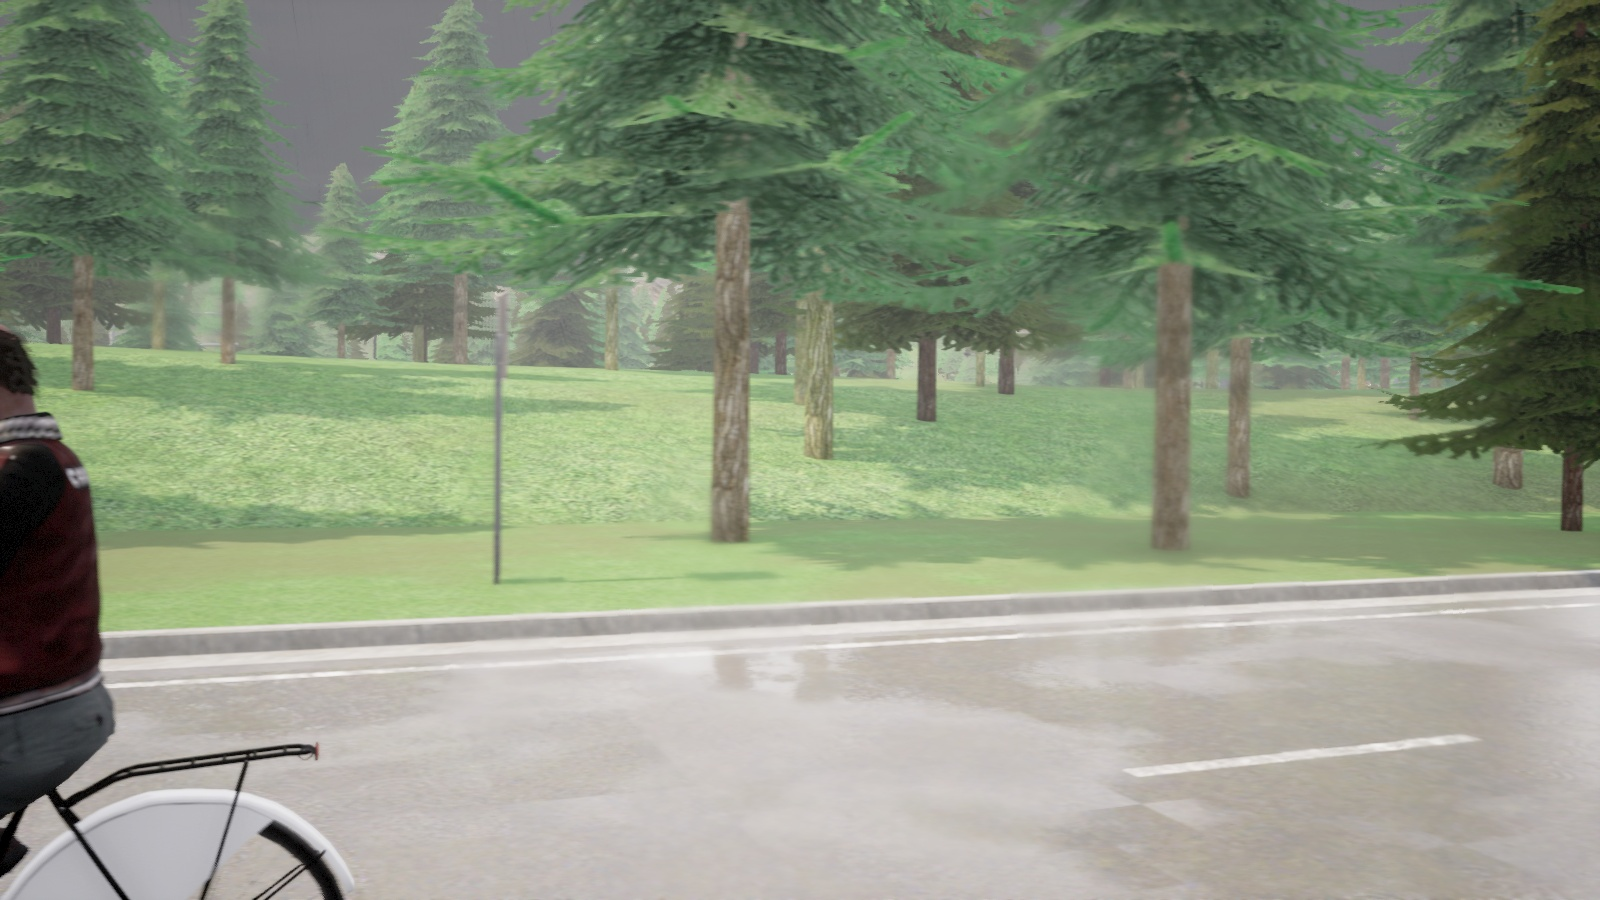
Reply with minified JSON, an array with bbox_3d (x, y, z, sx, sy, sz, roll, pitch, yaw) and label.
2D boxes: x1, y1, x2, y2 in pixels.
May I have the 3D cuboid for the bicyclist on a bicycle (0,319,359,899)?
[{"bbox_3d":[-1.876,0.648,2.525,1.843,1.776,0.659,-1,1,-21],"label":"bicyclist on a bicycle"}]
